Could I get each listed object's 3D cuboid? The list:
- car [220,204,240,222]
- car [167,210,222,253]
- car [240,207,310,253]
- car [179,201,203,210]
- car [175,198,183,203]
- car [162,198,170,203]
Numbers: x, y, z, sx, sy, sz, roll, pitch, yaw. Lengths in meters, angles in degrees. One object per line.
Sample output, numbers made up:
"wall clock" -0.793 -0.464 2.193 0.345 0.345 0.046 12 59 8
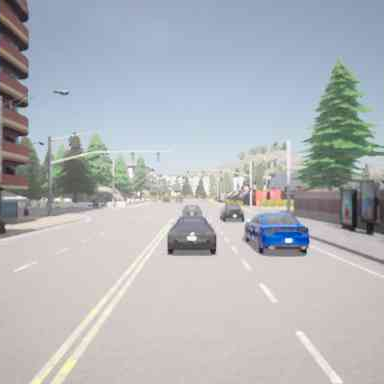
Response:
"car" 3.503 1.801 29.381 1.812 1.442 4.674 0 0 0
"car" 0.004 1.699 14.289 1.994 1.385 4.181 0 0 0
"car" 3.504 1.614 14.485 1.882 1.535 5.008 0 0 0
"car" -0.006 1.819 28.989 2.033 1.411 5.357 0 -1 0
"car" -3.520 2.382 91.874 2.128 1.511 4.902 0 -1 0
"car" -7.020 2.357 91.874 1.837 1.490 4.892 0 -1 0
